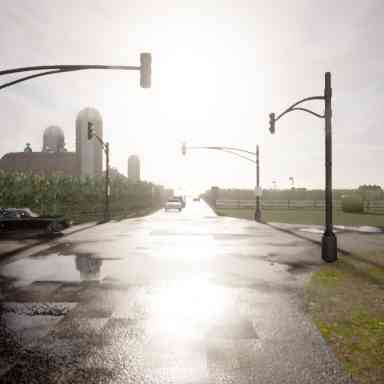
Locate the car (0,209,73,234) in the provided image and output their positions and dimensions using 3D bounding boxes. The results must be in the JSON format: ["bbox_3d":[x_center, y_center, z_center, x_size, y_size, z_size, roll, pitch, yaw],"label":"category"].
[{"bbox_3d":[-8.836,1.534,17.665,4.718,1.301,1.895,1,-1,-16],"label":"car"}]

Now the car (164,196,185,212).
[{"bbox_3d":[-2.197,1.564,40.094,1.812,1.442,4.674,0,0,1],"label":"car"}]

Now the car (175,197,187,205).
[{"bbox_3d":[-1.951,1.620,60.102,2.033,1.411,5.357,0,0,1],"label":"car"}]

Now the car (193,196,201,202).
[{"bbox_3d":[1.093,1.723,80.184,1.895,1.301,4.718,0,0,1],"label":"car"}]
